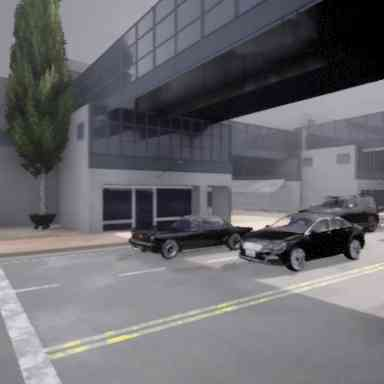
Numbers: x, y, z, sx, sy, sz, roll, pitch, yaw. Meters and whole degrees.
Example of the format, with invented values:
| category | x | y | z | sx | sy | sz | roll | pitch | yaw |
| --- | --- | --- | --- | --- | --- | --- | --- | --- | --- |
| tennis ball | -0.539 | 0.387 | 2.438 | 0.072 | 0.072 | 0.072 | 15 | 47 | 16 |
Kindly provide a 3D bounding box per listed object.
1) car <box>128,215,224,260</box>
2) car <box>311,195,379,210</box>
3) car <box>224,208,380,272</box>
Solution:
| category | x | y | z | sx | sy | sz | roll | pitch | yaw |
| --- | --- | --- | --- | --- | --- | --- | --- | --- | --- |
| car | 0.053 | 1.584 | 12.578 | 4.718 | 1.301 | 1.895 | 0 | 0 | -35 |
| car | 8.045 | 1.200 | 18.190 | 5.566 | 2.045 | 2.150 | 0 | 0 | -35 |
| car | 3.697 | 1.478 | 10.846 | 4.902 | 1.511 | 2.128 | 0 | 0 | -34 |
